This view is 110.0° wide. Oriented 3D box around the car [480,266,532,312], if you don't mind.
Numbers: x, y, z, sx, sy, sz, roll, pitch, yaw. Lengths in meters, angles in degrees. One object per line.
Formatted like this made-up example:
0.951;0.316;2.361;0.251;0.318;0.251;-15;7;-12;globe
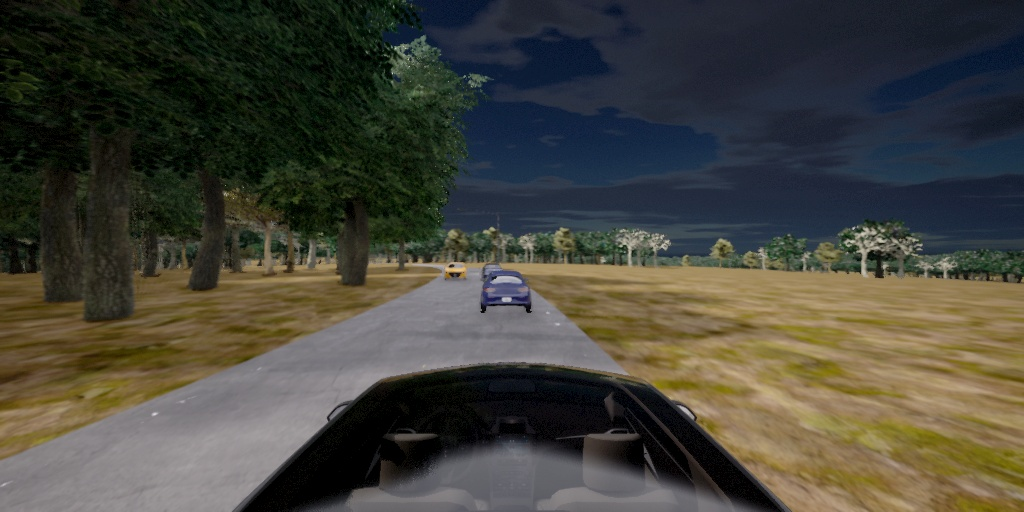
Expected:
-0.289;1.291;14.207;1.812;1.442;4.674;0;0;-3;car

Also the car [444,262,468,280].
-5.017;1.324;32.203;1.882;1.535;5.008;0;0;-7;car

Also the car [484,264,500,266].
-1.788;1.386;32.164;2.033;1.411;5.357;0;0;-7;car
